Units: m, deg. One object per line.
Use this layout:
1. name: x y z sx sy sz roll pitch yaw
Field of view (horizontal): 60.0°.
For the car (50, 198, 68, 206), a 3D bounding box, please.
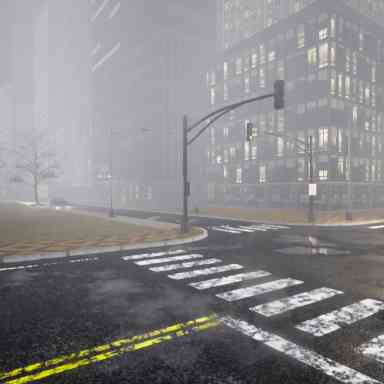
1. car: -21.724 1.607 54.213 1.895 1.301 4.718 0 0 -35
